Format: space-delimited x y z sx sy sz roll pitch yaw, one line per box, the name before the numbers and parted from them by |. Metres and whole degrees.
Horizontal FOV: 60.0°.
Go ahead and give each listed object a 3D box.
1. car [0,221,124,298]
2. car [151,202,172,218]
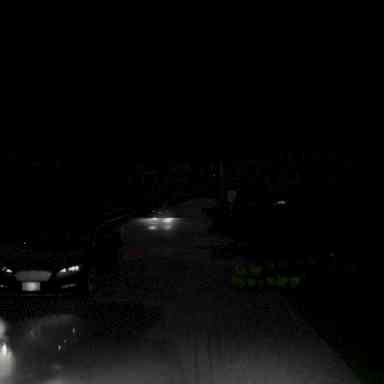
car | -3.094 1.574 8.855 2.128 1.511 4.902 0 -1 0
car | -3.072 1.805 34.451 1.837 1.490 4.892 0 0 0
